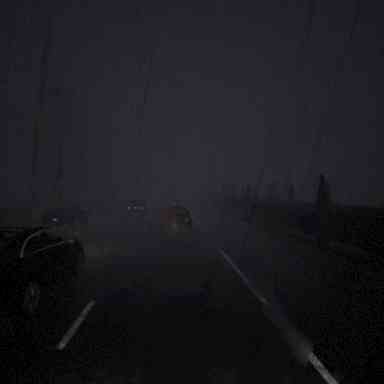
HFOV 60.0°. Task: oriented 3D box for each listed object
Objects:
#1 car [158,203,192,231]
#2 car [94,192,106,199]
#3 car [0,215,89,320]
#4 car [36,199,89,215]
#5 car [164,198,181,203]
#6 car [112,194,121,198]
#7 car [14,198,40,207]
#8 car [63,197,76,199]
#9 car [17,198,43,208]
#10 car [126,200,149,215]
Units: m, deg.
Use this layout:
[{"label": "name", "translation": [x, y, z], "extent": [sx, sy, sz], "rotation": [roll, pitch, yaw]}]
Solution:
[{"label": "car", "translation": [-1.062, 1.581, 20.386], "extent": [1.895, 1.301, 4.718], "rotation": [0, 0, -4]}, {"label": "car", "translation": [-22.709, 1.130, 82.339], "extent": [2.150, 2.045, 5.566], "rotation": [0, 0, -4]}, {"label": "car", "translation": [-3.797, 1.491, 7.238], "extent": [2.128, 1.511, 4.902], "rotation": [0, 0, -3]}, {"label": "car", "translation": [-8.174, 1.470, 21.905], "extent": [1.882, 1.535, 5.008], "rotation": [0, 0, -4]}, {"label": "car", "translation": [-2.419, 1.466, 41.409], "extent": [1.837, 1.490, 4.892], "rotation": [0, 0, -4]}, {"label": "car", "translation": [-19.442, 1.288, 86.060], "extent": [1.837, 1.490, 4.892], "rotation": [0, 0, -4]}, {"label": "car", "translation": [-20.119, 1.521, 41.033], "extent": [1.812, 1.442, 4.674], "rotation": [0, 0, -4]}, {"label": "car", "translation": [-16.901, 1.477, 45.607], "extent": [2.128, 1.511, 4.902], "rotation": [0, 0, -3]}, {"label": "car", "translation": [-24.168, 1.559, 49.722], "extent": [1.994, 1.385, 4.181], "rotation": [0, 0, -3]}, {"label": "car", "translation": [-5.394, 1.522, 33.179], "extent": [2.033, 1.411, 5.357], "rotation": [0, 0, -4]}]
